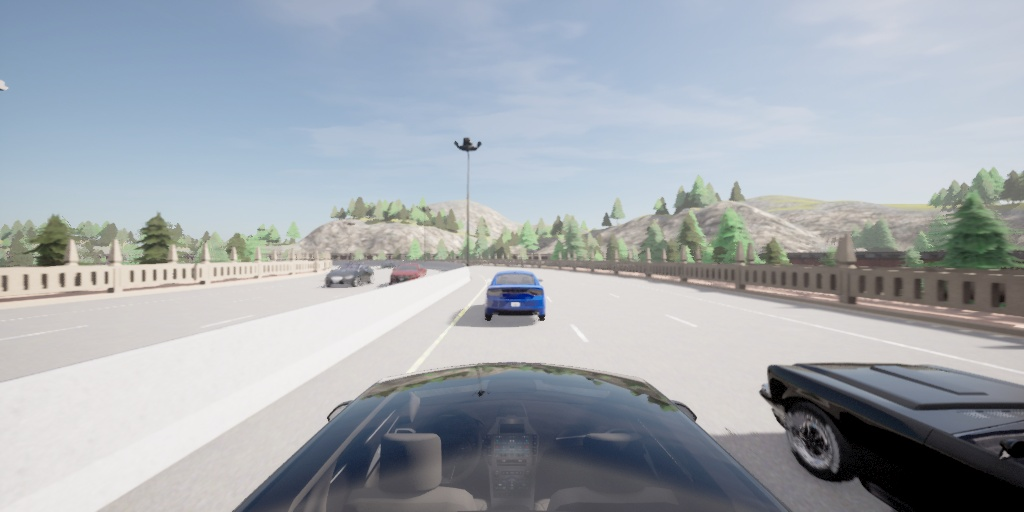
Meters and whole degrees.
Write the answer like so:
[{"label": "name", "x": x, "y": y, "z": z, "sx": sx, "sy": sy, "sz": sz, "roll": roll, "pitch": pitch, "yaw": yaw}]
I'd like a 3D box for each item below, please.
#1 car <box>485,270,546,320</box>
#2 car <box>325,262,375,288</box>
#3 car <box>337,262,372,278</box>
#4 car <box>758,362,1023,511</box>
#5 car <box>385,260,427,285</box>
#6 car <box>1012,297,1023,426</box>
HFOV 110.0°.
[{"label": "car", "x": 0.100, "y": 1.245, "z": 12.756, "sx": 1.882, "sy": 1.535, "sz": 5.008, "roll": 0, "pitch": 0, "yaw": 0}, {"label": "car", "x": -10.819, "y": 1.286, "z": 24.253, "sx": 2.128, "sy": 1.511, "sz": 4.902, "roll": 0, "pitch": 0, "yaw": -3}, {"label": "car", "x": -15.632, "y": 1.335, "z": 35.786, "sx": 2.128, "sy": 1.511, "sz": 4.902, "roll": 0, "pitch": 0, "yaw": -11}, {"label": "car", "x": 3.600, "y": 1.351, "z": 1.720, "sx": 1.895, "sy": 1.301, "sz": 4.718, "roll": 0, "pitch": 0, "yaw": 0}, {"label": "car", "x": -7.411, "y": 1.278, "z": 26.008, "sx": 1.882, "sy": 1.535, "sz": 5.008, "roll": 0, "pitch": 0, "yaw": -4}, {"label": "car", "x": 7.100, "y": 1.242, "z": 1.878, "sx": 2.128, "sy": 1.511, "sz": 4.902, "roll": 0, "pitch": 0, "yaw": 0}]
